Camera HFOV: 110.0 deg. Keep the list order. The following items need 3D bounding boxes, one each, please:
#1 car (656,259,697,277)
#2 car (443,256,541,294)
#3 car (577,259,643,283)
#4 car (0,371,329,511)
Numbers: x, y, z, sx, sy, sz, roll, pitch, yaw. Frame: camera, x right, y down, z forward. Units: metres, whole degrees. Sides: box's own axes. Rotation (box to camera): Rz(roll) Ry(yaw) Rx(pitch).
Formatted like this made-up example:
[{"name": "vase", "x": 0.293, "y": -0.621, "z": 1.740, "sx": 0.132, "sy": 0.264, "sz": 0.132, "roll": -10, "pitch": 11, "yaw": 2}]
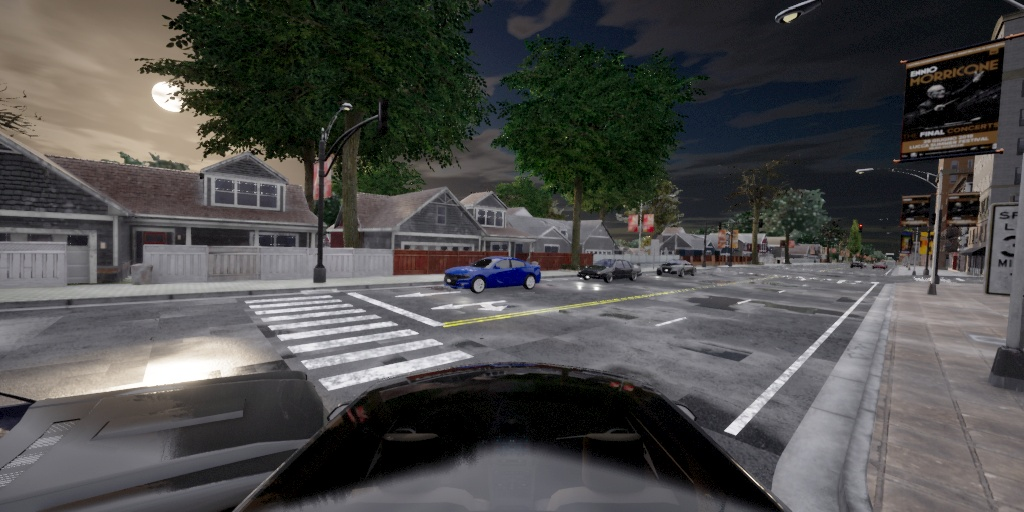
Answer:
[{"name": "car", "x": 13.879, "y": 0.979, "z": 30.175, "sx": 4.181, "sy": 1.385, "sz": 1.994, "roll": 0, "pitch": 3, "yaw": -43}, {"name": "car", "x": -0.788, "y": 0.770, "z": 16.656, "sx": 5.008, "sy": 1.535, "sz": 1.882, "roll": 0, "pitch": 3, "yaw": -43}, {"name": "car", "x": 6.530, "y": 0.899, "z": 23.415, "sx": 5.357, "sy": 1.411, "sz": 2.033, "roll": 0, "pitch": 3, "yaw": -43}, {"name": "car", "x": -3.322, "y": 1.279, "z": 1.524, "sx": 4.718, "sy": 1.301, "sz": 1.895, "roll": 1, "pitch": 2, "yaw": -33}]
